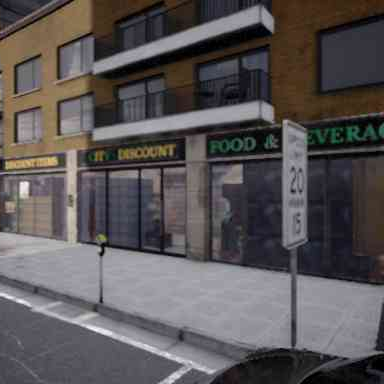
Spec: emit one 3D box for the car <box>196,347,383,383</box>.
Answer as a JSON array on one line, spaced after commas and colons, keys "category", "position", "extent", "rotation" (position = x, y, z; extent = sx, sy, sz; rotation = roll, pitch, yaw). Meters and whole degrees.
[{"category": "car", "position": [1.748, 1.565, 1.568], "extent": [4.313, 1.339, 1.947], "rotation": [0, 0, 35]}]
